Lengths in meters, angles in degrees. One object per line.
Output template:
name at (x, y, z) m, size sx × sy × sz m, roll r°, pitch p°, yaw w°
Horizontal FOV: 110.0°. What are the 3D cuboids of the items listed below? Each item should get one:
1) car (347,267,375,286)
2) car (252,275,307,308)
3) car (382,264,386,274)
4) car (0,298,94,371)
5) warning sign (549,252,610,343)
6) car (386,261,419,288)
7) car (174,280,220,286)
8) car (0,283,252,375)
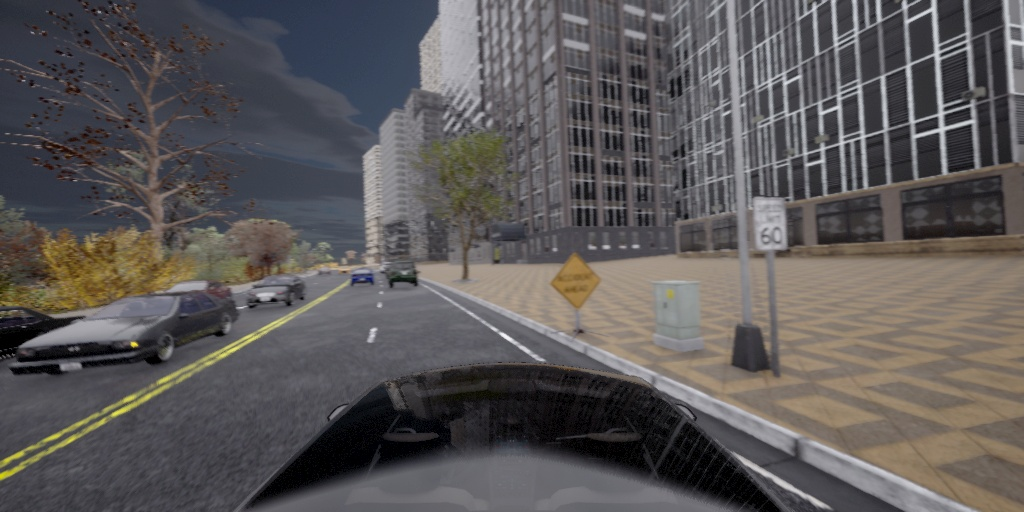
car at (-13.690, 1.897, 33.009) m, size 1.882 × 1.535 × 5.008 m, roll -2°, pitch -1°, yaw -20°
car at (-12.200, 1.771, 18.865) m, size 2.128 × 1.511 × 4.902 m, roll -2°, pitch 0°, yaw -19°
car at (-14.004, 1.988, 42.731) m, size 2.128 × 1.511 × 4.902 m, roll -2°, pitch 0°, yaw -21°
car at (-11.692, 1.801, 7.336) m, size 1.895 × 1.301 × 4.718 m, roll -2°, pitch 0°, yaw -18°
warning sign at (1.491, 0.844, 7.995) m, size 1.300 × 1.860 × 1.060 m, roll 0°, pitch 0°, yaw -18°
car at (-9.030, 1.453, 29.651) m, size 2.150 × 2.045 × 5.566 m, roll -2°, pitch 0°, yaw -20°
car at (-14.978, 1.895, 16.972) m, size 1.812 × 1.442 × 4.674 m, roll -2°, pitch 0°, yaw -19°
car at (-8.827, 1.653, 9.009) m, size 2.033 × 1.411 × 5.357 m, roll -2°, pitch 0°, yaw -19°
